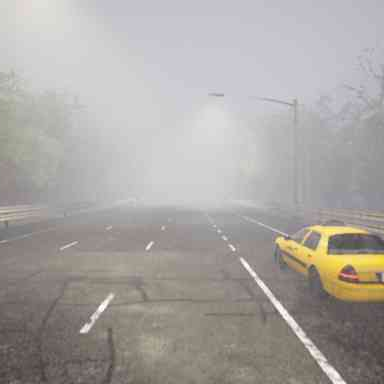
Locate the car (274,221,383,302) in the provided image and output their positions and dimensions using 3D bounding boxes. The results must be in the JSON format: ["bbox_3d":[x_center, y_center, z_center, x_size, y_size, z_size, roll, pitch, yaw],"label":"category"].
[{"bbox_3d":[3.481,1.495,8.428,1.801,1.575,5.366,0,0,-1],"label":"car"}]
